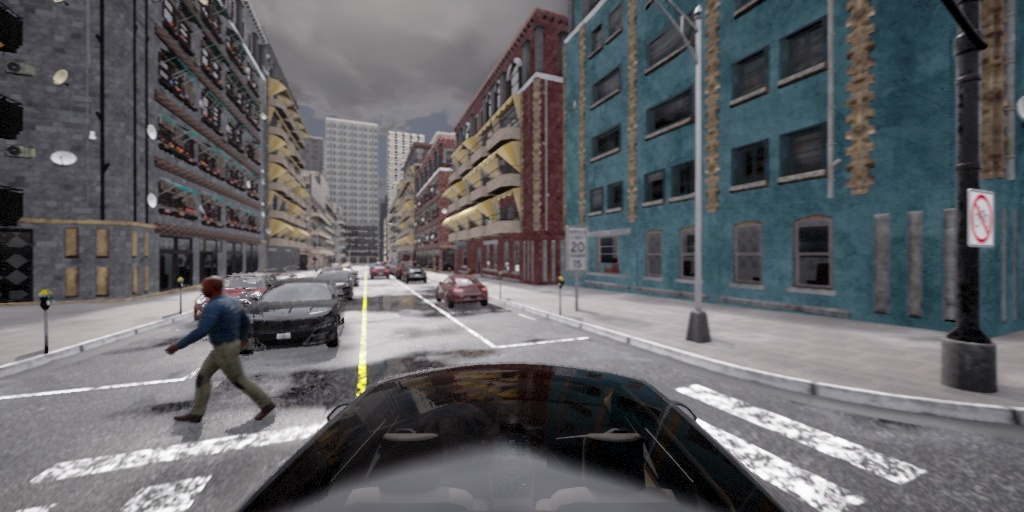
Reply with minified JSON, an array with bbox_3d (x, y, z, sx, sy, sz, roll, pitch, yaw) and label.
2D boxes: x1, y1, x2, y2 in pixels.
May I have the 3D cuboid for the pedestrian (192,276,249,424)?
[{"bbox_3d":[-3.498,1.087,4.322,0.375,1.860,0.375,-1,0,-22],"label":"pedestrian"}]

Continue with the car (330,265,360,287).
[{"bbox_3d":[-12.921,1.632,27.785,1.994,1.385,4.181,0,-1,-22],"label":"car"}]

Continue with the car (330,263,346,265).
[{"bbox_3d":[-24.158,1.768,48.928,1.967,1.591,4.097,0,0,-22],"label":"car"}]

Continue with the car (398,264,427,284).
[{"bbox_3d":[-8.525,1.645,31.339,1.948,1.339,4.313,0,0,-22],"label":"car"}]

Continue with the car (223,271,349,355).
[{"bbox_3d":[-5.470,1.330,9.384,1.882,1.535,5.008,0,-1,-23],"label":"car"}]

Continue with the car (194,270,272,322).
[{"bbox_3d":[-9.567,1.348,12.932,1.967,1.591,4.097,0,0,-22],"label":"car"}]

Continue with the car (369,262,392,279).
[{"bbox_3d":[-14.403,1.710,39.167,1.812,1.442,4.674,0,-1,-22],"label":"car"}]

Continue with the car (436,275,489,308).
[{"bbox_3d":[-2.268,1.480,15.915,1.802,1.307,4.207,0,0,-22],"label":"car"}]

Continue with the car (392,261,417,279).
[{"bbox_3d":[-10.609,1.454,36.482,2.192,1.841,5.009,0,0,-22],"label":"car"}]

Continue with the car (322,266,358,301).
[{"bbox_3d":[-9.188,1.465,18.569,1.837,1.490,4.892,0,-1,-22],"label":"car"}]
